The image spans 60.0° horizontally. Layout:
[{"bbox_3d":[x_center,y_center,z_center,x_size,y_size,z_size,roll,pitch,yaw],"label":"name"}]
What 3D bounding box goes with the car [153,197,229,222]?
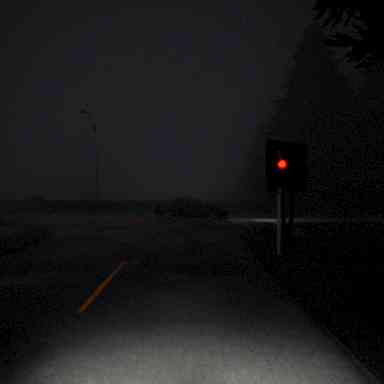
[{"bbox_3d":[-0.091,1.093,21.604,4.902,1.511,2.128,0,1,0],"label":"car"}]
